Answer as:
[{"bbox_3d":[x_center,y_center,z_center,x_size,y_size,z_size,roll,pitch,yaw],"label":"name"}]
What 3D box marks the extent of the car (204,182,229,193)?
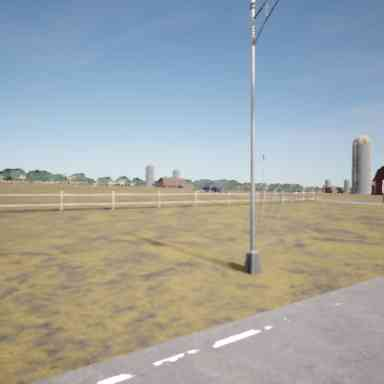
[{"bbox_3d":[4.516,-0.827,62.660,2.150,2.045,5.566,1,2,-36],"label":"car"}]
